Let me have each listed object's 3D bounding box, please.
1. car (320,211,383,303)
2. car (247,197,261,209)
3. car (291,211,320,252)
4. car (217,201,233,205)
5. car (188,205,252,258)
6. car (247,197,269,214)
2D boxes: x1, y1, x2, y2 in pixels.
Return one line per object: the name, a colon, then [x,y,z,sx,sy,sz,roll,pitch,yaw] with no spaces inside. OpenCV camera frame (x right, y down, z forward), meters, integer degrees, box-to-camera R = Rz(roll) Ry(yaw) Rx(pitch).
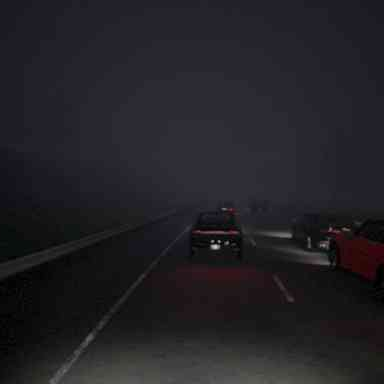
car: [4.962,1.390,8.035,2.097,1.767,4.553,1,0,4]
car: [8.825,1.513,47.650,1.882,1.535,5.008,1,0,9]
car: [5.451,1.543,13.913,1.837,1.490,4.892,1,0,5]
car: [3.122,1.545,31.322,2.033,1.411,5.357,1,0,8]
car: [0.937,1.487,12.751,2.128,1.511,4.902,1,0,5]
car: [7.209,1.524,35.912,2.128,1.511,4.902,1,0,9]
